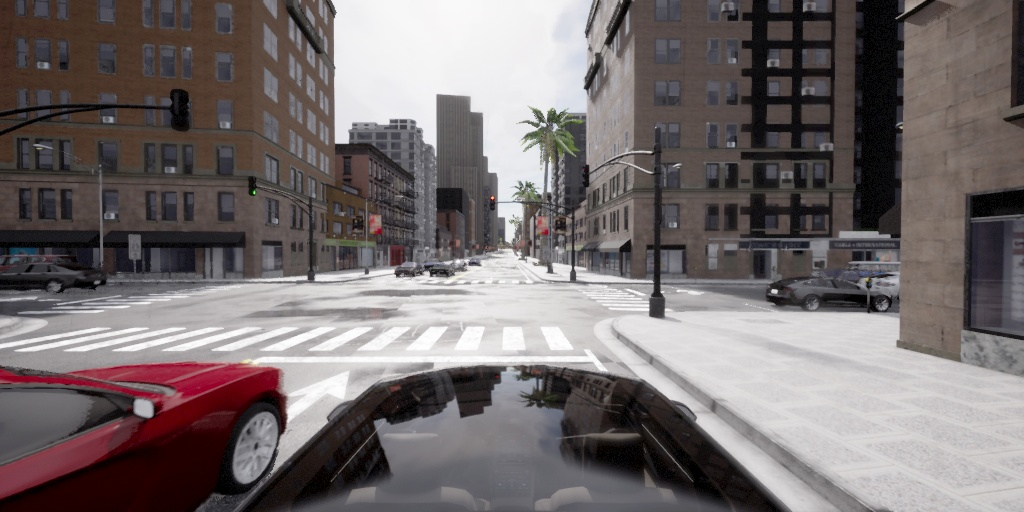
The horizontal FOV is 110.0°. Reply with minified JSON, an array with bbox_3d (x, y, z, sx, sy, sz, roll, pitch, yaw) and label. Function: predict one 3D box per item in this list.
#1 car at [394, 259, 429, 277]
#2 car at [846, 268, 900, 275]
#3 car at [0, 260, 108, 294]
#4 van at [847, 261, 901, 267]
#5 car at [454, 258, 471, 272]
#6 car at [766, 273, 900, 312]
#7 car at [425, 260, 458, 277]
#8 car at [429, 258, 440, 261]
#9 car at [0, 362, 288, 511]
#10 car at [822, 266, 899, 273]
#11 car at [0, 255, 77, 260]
[{"bbox_3d":[-10.086,1.290,35.694,2.033,1.411,5.357,0,0,-1],"label":"car"},{"bbox_3d":[19.669,1.486,17.543,4.674,1.442,1.812,0,1,0],"label":"car"},{"bbox_3d":[-23.555,1.088,17.932,4.892,1.490,1.837,0,1,-9],"label":"car"},{"bbox_3d":[23.850,1.251,23.288,3.998,1.789,1.690,0,0,0],"label":"van"},{"bbox_3d":[-6.906,1.227,46.235,2.128,1.511,4.902,0,0,0],"label":"car"},{"bbox_3d":[12.869,1.513,14.747,4.313,1.339,1.948,0,0,0],"label":"car"},{"bbox_3d":[-6.832,1.343,35.367,1.895,1.301,4.718,0,0,0],"label":"car"},{"bbox_3d":[-10.156,1.090,46.164,2.097,1.767,4.553,0,0,0],"label":"car"},{"bbox_3d":[-3.144,1.228,1.507,1.882,1.535,5.008,0,-1,1],"label":"car"},{"bbox_3d":[19.268,1.459,20.704,5.357,1.411,2.033,0,1,0],"label":"car"},{"bbox_3d":[-27.271,0.836,19.961,5.009,1.841,2.192,0,0,-9],"label":"car"}]
